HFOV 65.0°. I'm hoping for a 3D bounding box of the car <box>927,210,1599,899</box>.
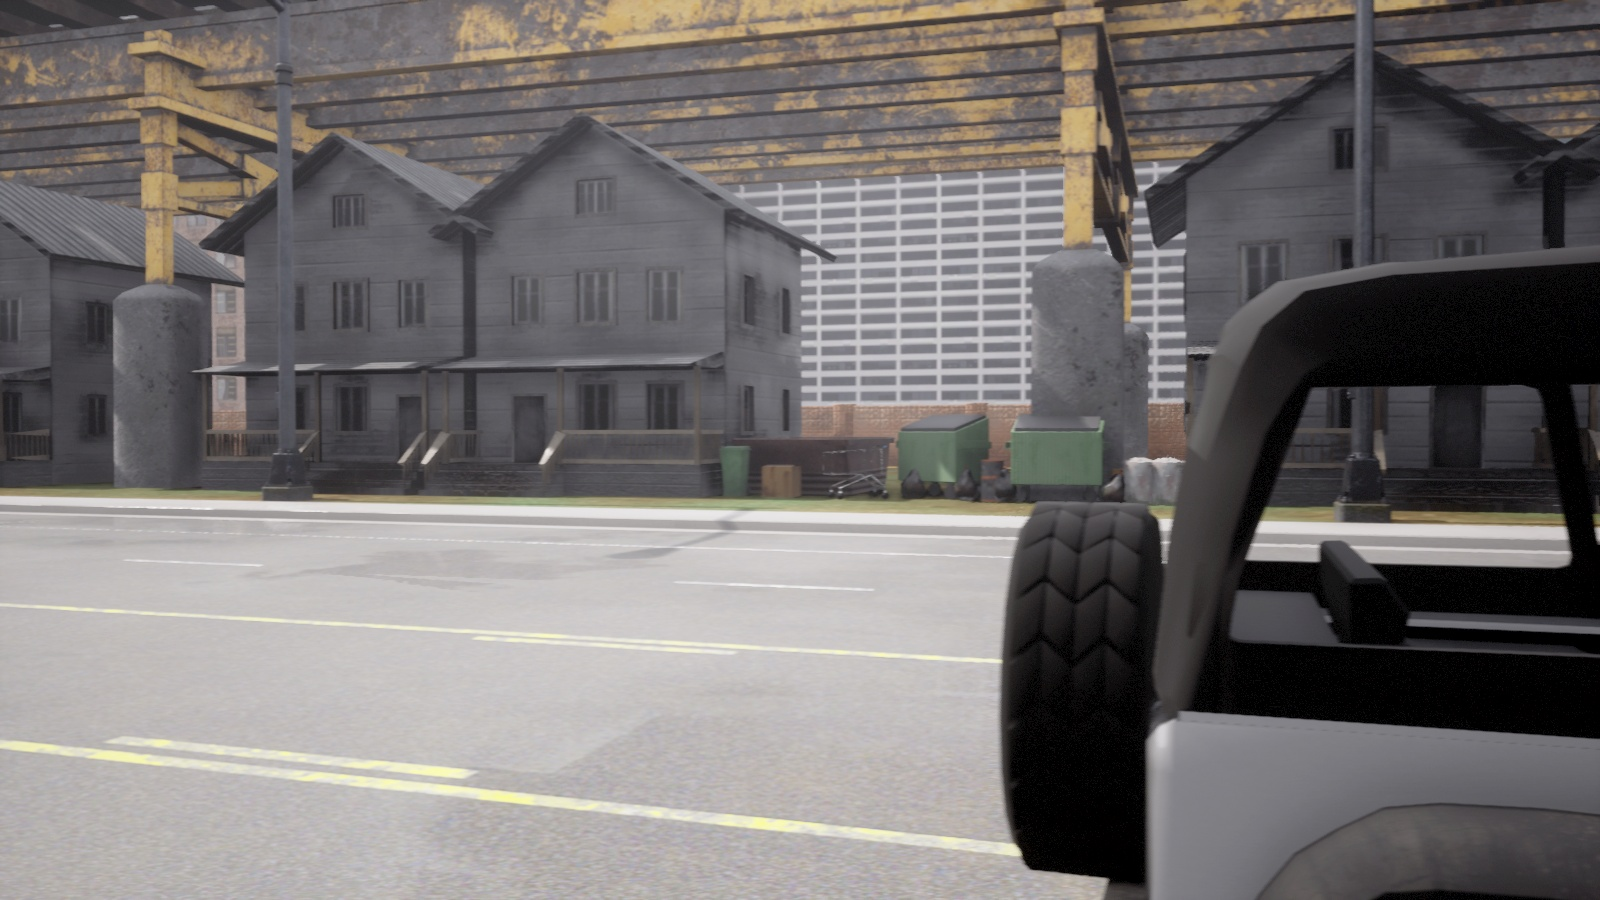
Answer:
[{"bbox_3d":[2.351,0.594,2.399,3.866,1.878,1.905,1,1,19],"label":"car"}]
